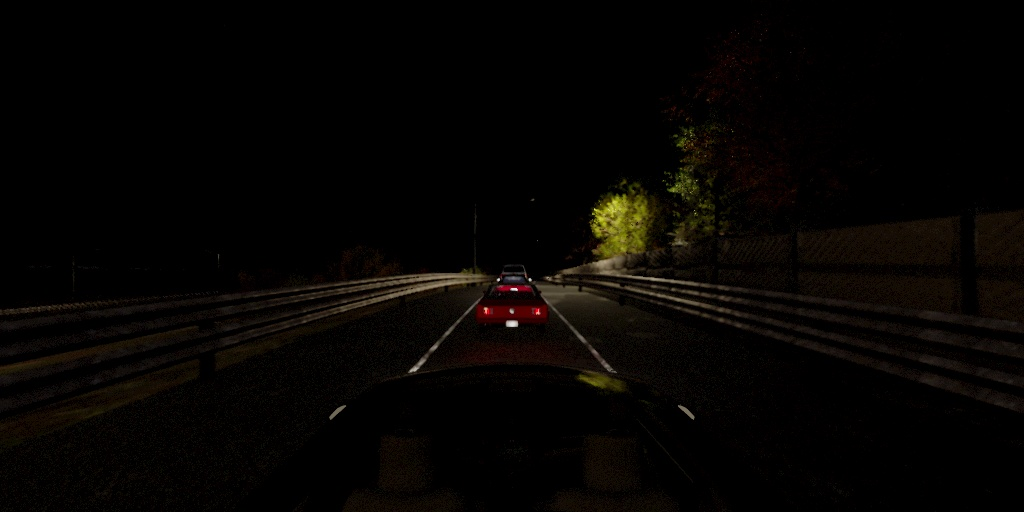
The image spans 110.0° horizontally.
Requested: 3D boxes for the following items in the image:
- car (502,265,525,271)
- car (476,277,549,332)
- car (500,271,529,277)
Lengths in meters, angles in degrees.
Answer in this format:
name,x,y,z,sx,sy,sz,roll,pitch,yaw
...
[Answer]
name,x,y,z,sx,sy,sz,roll,pitch,yaw
car,0.192,1.800,29.514,2.150,2.045,5.566,0,-3,1
car,0.007,1.474,11.270,1.895,1.301,4.718,0,-1,0
car,0.125,1.664,19.098,1.994,1.385,4.181,0,-2,1
